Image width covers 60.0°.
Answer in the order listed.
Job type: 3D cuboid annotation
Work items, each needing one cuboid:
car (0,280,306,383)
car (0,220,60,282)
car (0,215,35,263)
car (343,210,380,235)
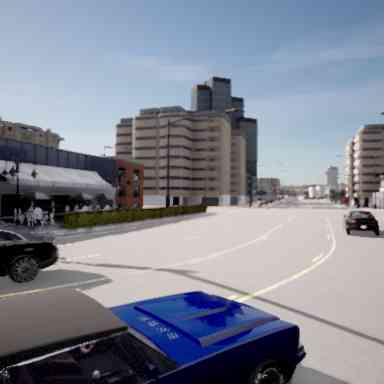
[{"bbox_3d":[-1.026,1.643,3.020,4.718,1.301,1.895,1,-1,-38],"label":"car"},{"bbox_3d":[-5.927,1.589,8.366,4.902,1.511,2.128,1,-1,-39],"label":"car"},{"bbox_3d":[-8.160,1.634,11.202,4.892,1.490,1.837,1,0,-40],"label":"car"},{"bbox_3d":[10.915,1.915,21.583,1.812,1.442,4.674,0,-1,22],"label":"car"}]
